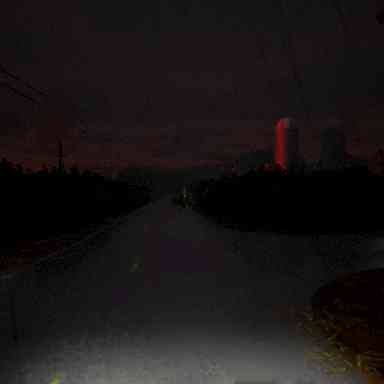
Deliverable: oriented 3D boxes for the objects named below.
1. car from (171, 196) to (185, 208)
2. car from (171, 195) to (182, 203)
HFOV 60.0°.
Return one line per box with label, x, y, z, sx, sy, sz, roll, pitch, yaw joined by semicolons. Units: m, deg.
car;-2.013;1.545;48.604;2.033;1.411;5.357;0;0;-4
car;-3.288;1.488;68.601;2.128;1.511;4.902;0;0;-4
